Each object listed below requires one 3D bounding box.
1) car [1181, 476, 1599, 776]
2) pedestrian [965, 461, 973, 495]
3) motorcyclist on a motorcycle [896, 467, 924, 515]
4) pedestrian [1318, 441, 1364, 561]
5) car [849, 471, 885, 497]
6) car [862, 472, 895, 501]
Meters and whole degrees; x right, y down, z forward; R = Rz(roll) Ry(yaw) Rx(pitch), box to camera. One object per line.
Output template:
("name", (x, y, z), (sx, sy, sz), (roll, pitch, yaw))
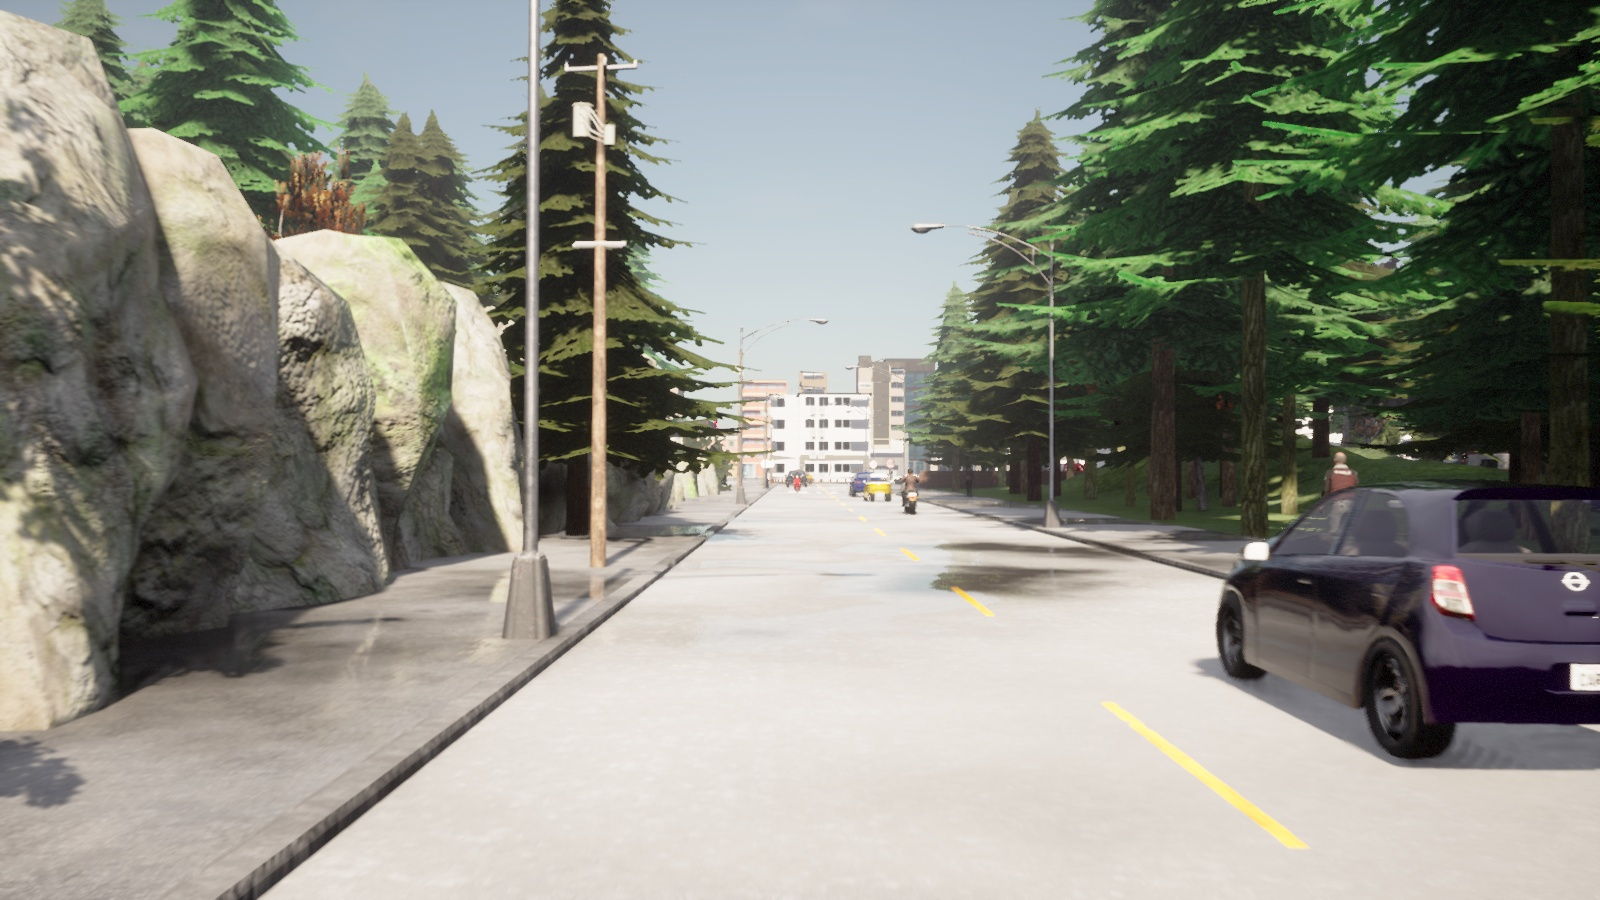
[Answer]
("car", (3.984, 0.937, 8.242), (1.845, 1.501, 3.633), (0, -1, 0))
("pedestrian", (9.062, 1.520, 67.351), (0.328, 1.805, 0.869), (0, -1, 0))
("motorcyclist on a motorcycle", (3.917, 1.433, 44.769), (0.766, 1.649, 2.350), (0, 0, 0))
("pedestrian", (8.547, 0.793, 19.849), (0.376, 1.854, 0.720), (0, -1, -1))
("car", (3.868, 1.942, 72.907), (1.812, 1.442, 4.674), (0, -1, 0))
("car", (3.886, 1.806, 62.083), (1.481, 1.376, 2.207), (0, -1, 0))
